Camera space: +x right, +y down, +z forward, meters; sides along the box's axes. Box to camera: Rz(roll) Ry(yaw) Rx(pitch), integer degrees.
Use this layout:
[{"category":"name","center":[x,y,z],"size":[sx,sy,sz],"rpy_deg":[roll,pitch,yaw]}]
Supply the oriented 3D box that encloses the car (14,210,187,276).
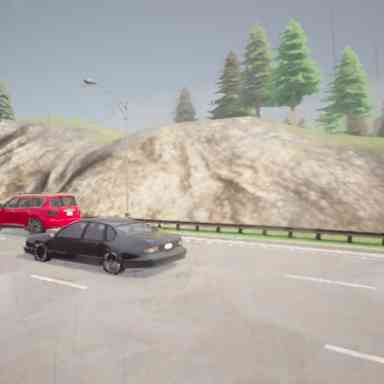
[{"category":"car","center":[-2.780,1.480,10.098],"size":[5.357,1.411,2.033],"rpy_deg":[0,0,31]}]

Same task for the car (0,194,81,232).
[{"category":"car","center":[-8.241,1.131,17.247],"size":[5.566,2.045,2.150],"rpy_deg":[0,0,28]}]
